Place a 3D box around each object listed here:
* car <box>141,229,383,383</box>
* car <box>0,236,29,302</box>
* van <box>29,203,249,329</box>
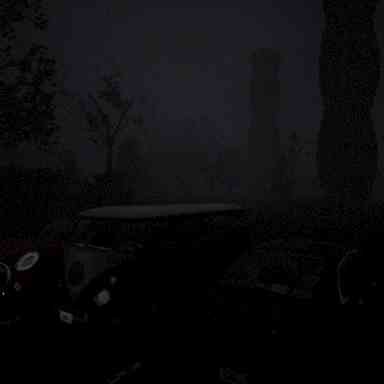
[{"bbox_3d":[1.783,1.473,5.094,2.231,1.521,4.892,0,0,35],"label":"car"},{"bbox_3d":[-2.682,1.305,8.322,2.185,1.767,4.553,1,0,36],"label":"car"},{"bbox_3d":[-0.526,1.229,6.604,1.878,1.987,4.442,1,0,35],"label":"van"}]
